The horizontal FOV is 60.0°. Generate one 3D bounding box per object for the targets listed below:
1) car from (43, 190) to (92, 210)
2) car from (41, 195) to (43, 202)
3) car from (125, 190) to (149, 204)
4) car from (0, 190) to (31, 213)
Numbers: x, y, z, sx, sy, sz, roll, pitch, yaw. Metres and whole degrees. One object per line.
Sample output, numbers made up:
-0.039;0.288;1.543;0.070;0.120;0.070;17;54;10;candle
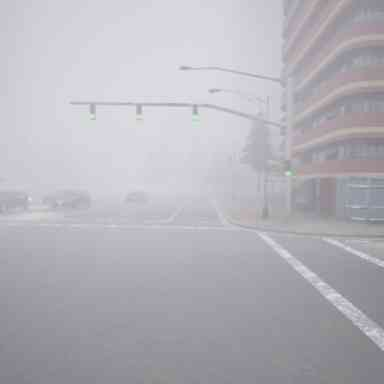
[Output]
-9.808;0.573;27.380;2.128;1.511;4.902;1;2;2;car
-13.106;0.472;33.137;1.895;1.301;4.718;1;2;2;car
-5.855;0.478;35.749;1.994;1.385;4.181;1;2;2;car
-13.454;0.625;23.888;1.837;1.490;4.892;1;2;2;car
